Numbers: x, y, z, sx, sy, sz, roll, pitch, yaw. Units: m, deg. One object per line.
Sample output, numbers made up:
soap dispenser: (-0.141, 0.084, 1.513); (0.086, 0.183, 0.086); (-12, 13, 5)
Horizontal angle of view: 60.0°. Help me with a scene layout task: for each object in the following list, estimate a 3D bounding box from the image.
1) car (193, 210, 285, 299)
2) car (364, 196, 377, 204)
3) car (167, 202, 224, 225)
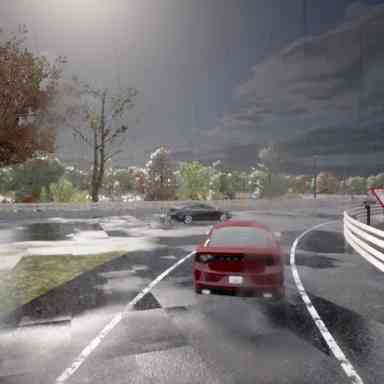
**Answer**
car: (1.289, 1.480, 8.628); (1.882, 1.535, 5.008); (0, 0, 11)
car: (34.181, 1.557, 63.654); (2.033, 1.411, 5.357); (0, 0, 34)
car: (0.548, 1.508, 24.217); (4.892, 1.490, 1.837); (0, 1, -29)
